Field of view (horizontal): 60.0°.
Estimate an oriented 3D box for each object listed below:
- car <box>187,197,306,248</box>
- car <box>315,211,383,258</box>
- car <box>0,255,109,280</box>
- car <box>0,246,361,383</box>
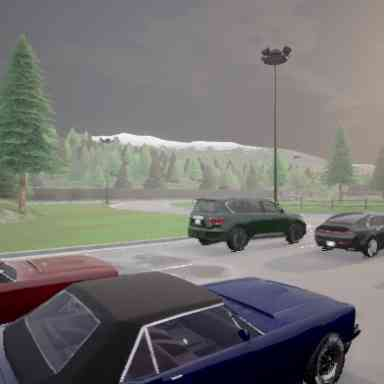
[{"bbox_3d":[2.411,1.220,14.062,5.566,2.045,2.150,0,0,-35],"label":"car"},{"bbox_3d":[6.745,1.506,12.837,4.892,1.490,1.837,-1,0,-35],"label":"car"},{"bbox_3d":[-3.595,1.601,5.480,4.718,1.301,1.895,0,0,-35],"label":"car"},{"bbox_3d":[-0.214,1.601,3.589,4.718,1.301,1.895,0,0,-35],"label":"car"}]
